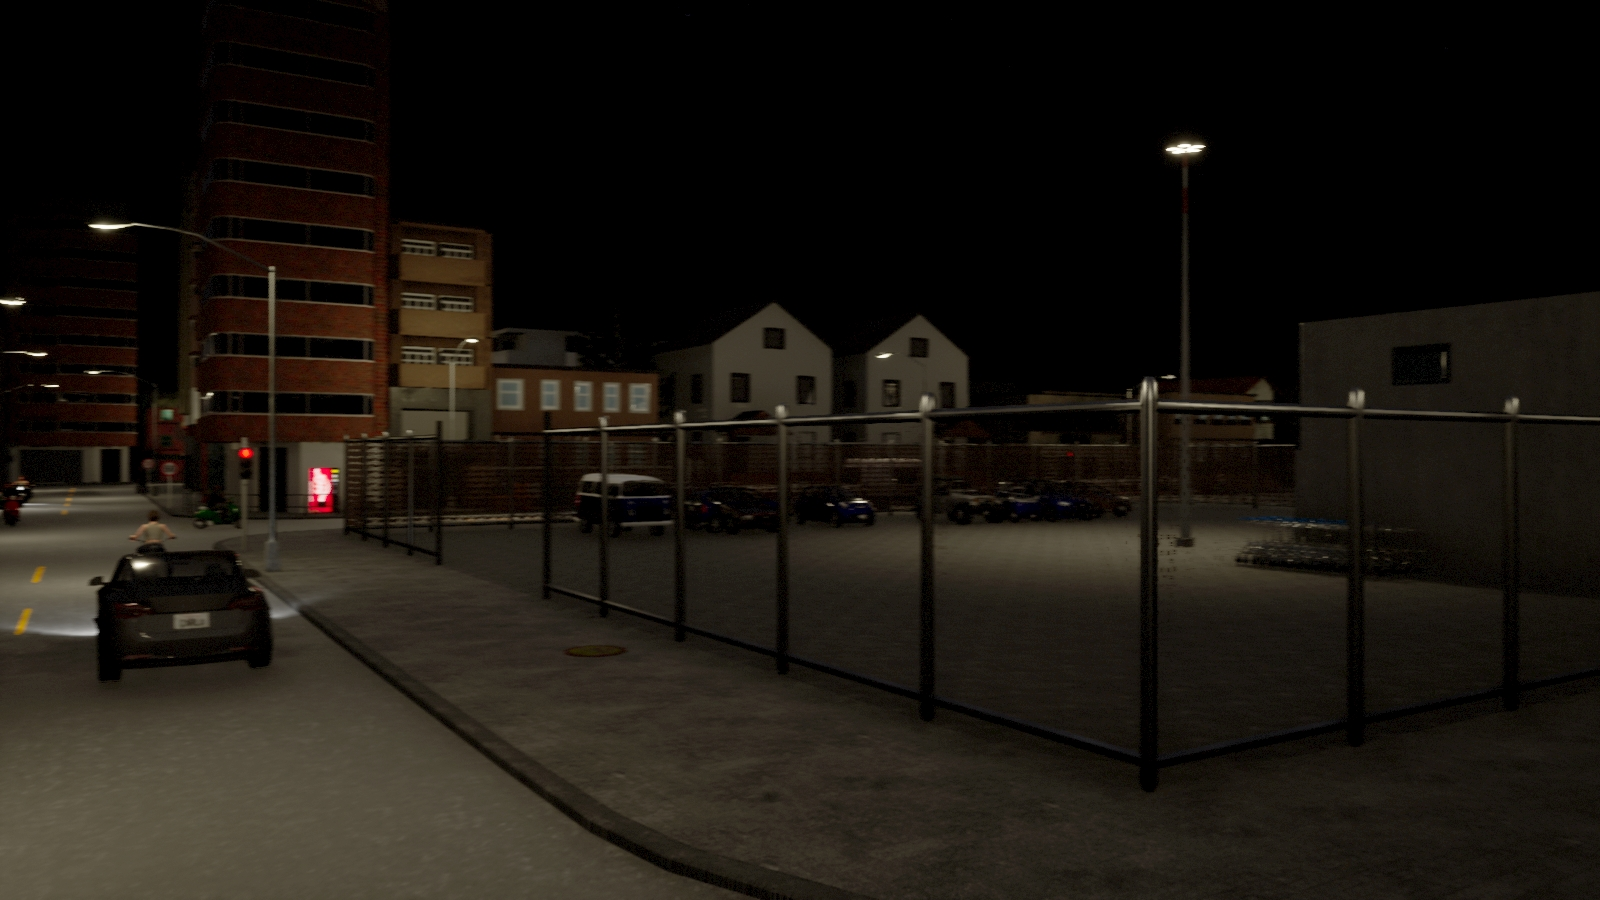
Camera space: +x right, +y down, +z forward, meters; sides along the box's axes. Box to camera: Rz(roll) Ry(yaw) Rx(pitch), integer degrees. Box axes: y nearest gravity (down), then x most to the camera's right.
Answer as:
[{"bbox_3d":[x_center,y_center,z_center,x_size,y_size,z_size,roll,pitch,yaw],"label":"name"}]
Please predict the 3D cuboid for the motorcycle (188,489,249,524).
[{"bbox_3d":[-21.101,2.049,41.472,1.805,1.236,0.856,0,-3,-14],"label":"motorcycle"}]

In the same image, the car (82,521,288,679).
[{"bbox_3d":[-8.519,1.876,15.640,2.163,1.488,4.792,0,0,-31],"label":"car"}]

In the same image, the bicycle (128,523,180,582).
[{"bbox_3d":[-13.304,2.085,23.501,0.859,1.080,1.487,0,0,-32],"label":"bicycle"}]
